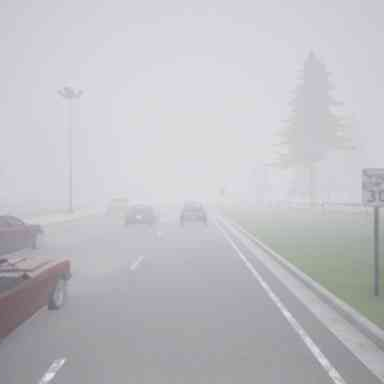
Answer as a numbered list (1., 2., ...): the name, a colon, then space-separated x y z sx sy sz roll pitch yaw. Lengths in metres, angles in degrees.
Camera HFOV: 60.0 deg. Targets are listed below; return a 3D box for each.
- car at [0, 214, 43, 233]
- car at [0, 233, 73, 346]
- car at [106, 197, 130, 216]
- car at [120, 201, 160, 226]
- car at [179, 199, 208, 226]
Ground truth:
1. car: -6.900 1.474 11.399 1.882 1.535 5.008 0 0 0
2. car: -3.399 1.599 4.811 1.895 1.301 4.718 0 0 0
3. car: -6.940 1.342 32.736 2.097 1.767 4.553 0 0 -1
4. car: -3.400 1.557 23.107 1.994 1.385 4.181 0 0 0
5. car: 0.100 1.484 23.560 2.128 1.511 4.902 0 0 0
